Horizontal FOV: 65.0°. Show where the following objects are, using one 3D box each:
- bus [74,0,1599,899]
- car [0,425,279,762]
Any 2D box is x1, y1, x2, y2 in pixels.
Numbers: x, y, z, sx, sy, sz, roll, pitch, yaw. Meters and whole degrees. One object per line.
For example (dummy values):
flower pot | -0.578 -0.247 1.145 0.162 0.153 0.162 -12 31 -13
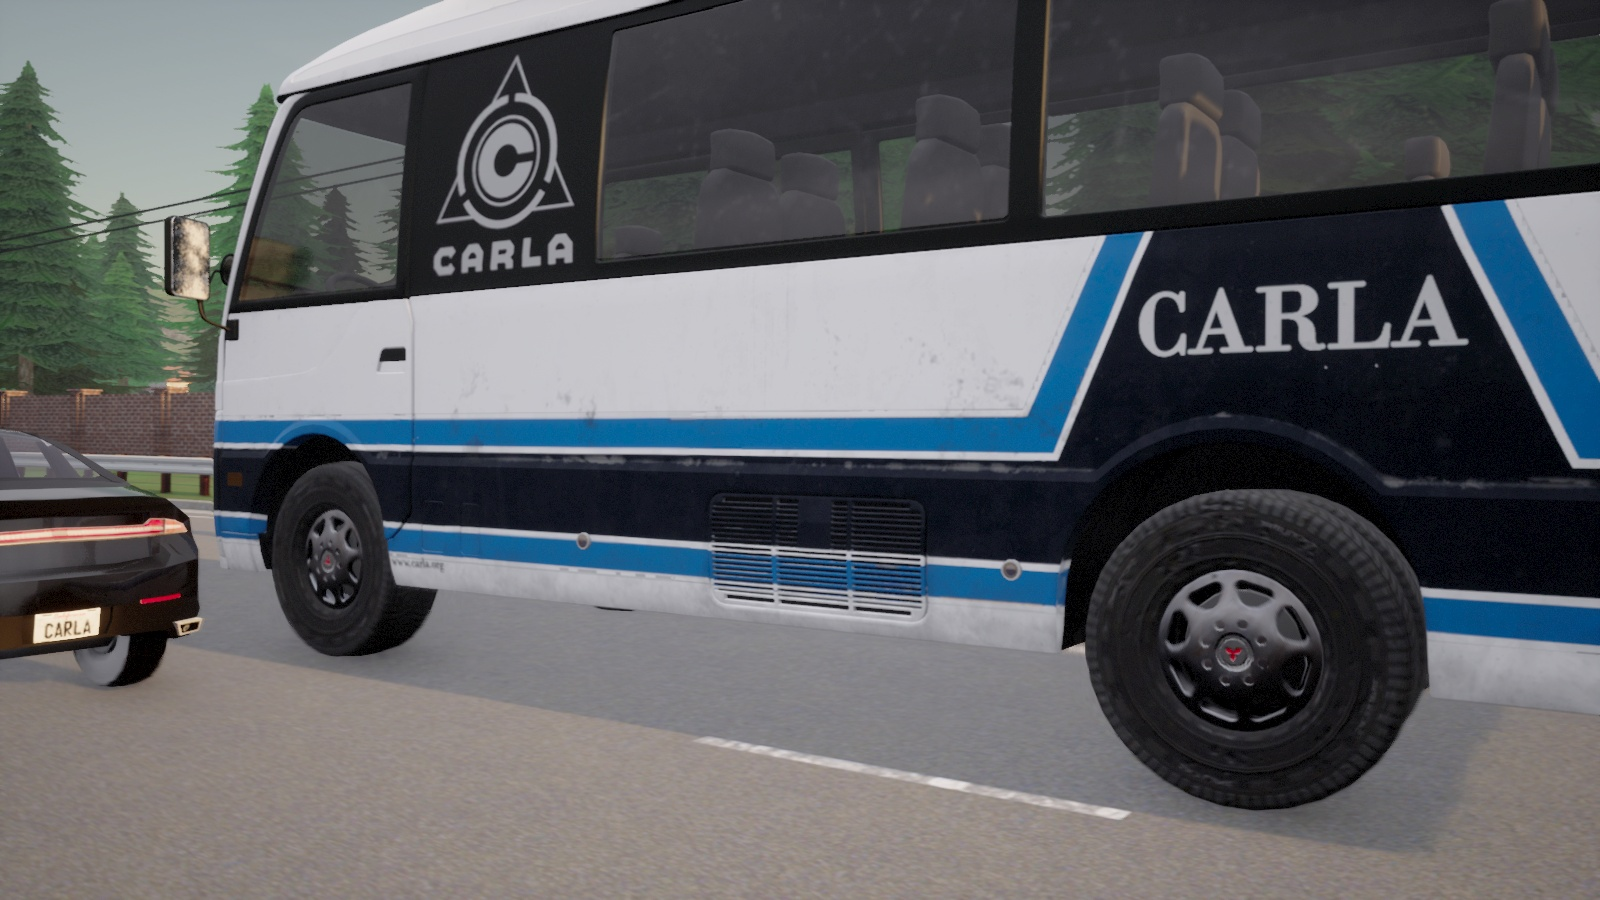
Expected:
bus | 0.339 -0.752 7.565 10.273 4.253 3.944 0 1 34
car | -5.452 0.638 7.243 4.902 1.511 2.128 0 1 34
